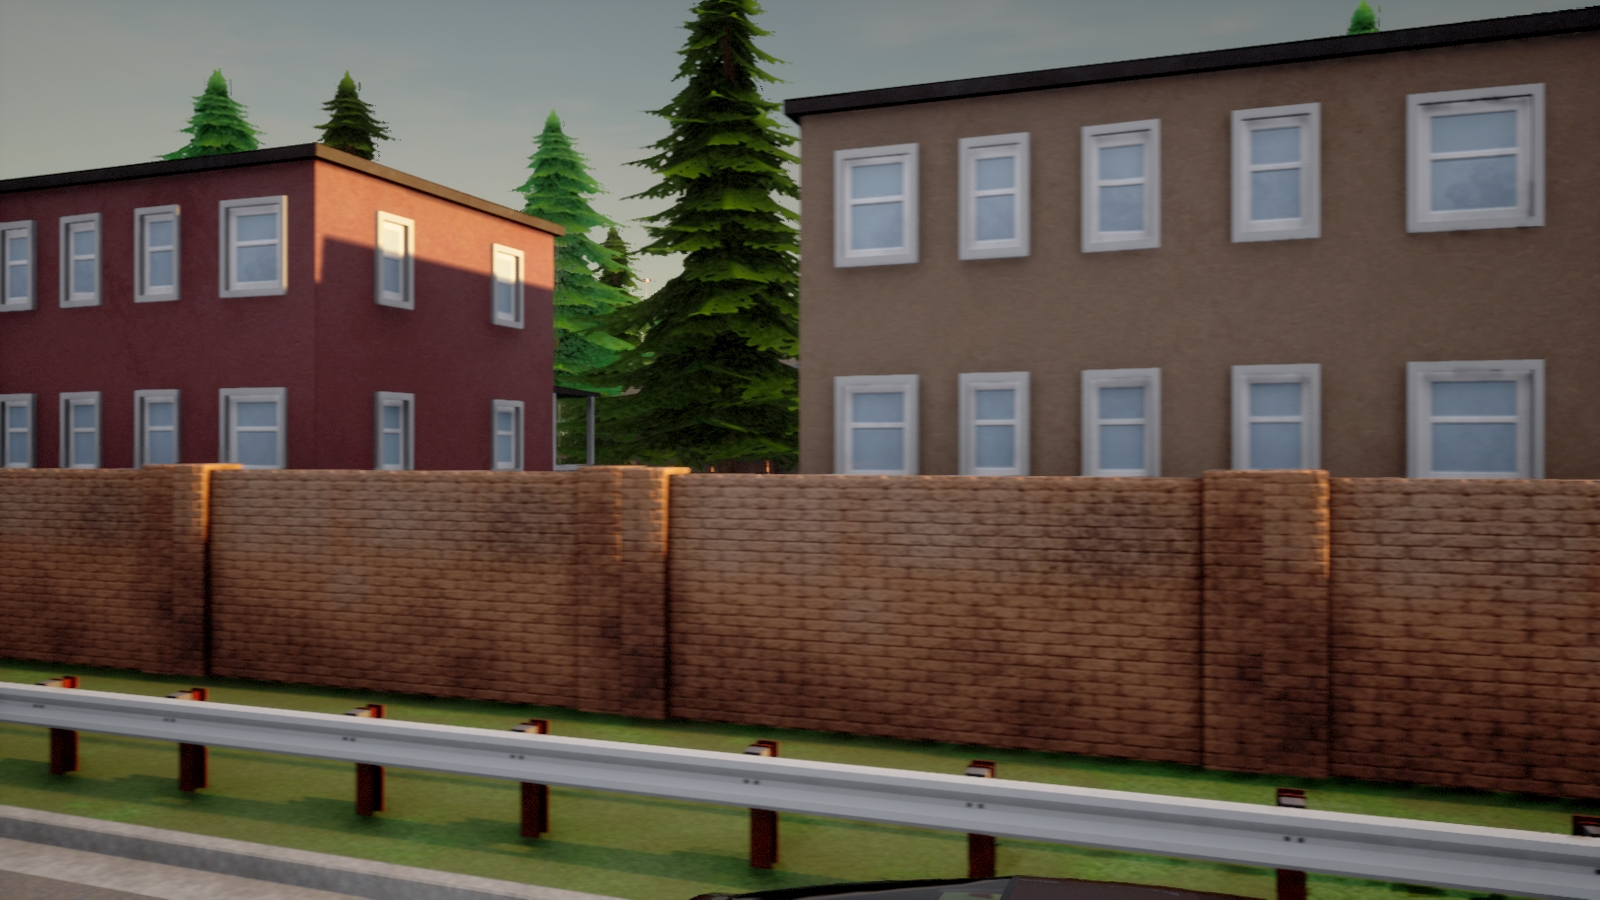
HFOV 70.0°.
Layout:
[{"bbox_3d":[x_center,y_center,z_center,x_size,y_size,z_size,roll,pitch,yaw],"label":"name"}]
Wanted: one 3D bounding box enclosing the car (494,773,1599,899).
[{"bbox_3d":[1.372,2.040,2.801,4.514,1.525,2.007,0,0,20],"label":"car"}]
